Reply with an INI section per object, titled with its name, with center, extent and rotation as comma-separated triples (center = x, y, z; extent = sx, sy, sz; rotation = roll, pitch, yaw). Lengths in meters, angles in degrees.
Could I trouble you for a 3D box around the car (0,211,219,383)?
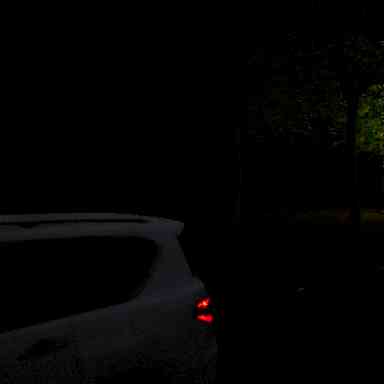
[car]
center = -2.356, 1.216, 2.310
extent = 5.566, 2.045, 2.150
rotation = 1, 0, -35
